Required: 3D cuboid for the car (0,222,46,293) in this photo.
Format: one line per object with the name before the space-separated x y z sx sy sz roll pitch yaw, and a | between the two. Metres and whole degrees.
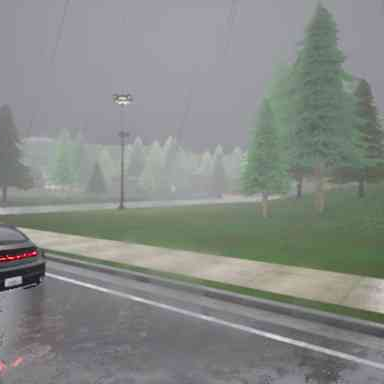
car | -5.307 1.405 7.654 4.892 1.490 1.837 1 0 36
